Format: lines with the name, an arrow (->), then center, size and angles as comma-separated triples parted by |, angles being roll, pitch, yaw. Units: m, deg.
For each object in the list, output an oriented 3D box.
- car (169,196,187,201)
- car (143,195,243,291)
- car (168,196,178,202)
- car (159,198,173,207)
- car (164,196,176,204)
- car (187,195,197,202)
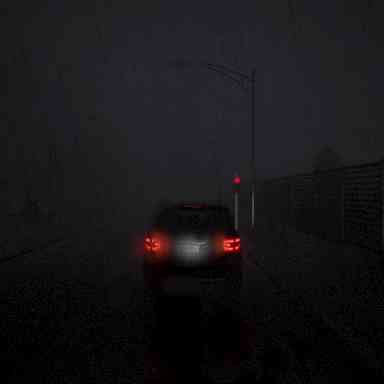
car -> -3.803, 1.595, 87.234 | 4.718, 1.301, 1.895 | 0, 0, 40
car -> 0.033, 1.221, 9.158 | 2.150, 2.045, 5.566 | 0, 0, 0
car -> -4.083, 1.552, 73.755 | 1.994, 1.385, 4.181 | 0, 0, 0
car -> -4.153, 1.601, 53.590 | 1.895, 1.301, 4.718 | 0, 0, 0
car -> -4.124, 1.548, 63.676 | 2.033, 1.411, 5.357 | 0, 0, 0
car -> -0.097, 1.478, 77.545 | 1.882, 1.535, 5.008 | 0, 0, -4
